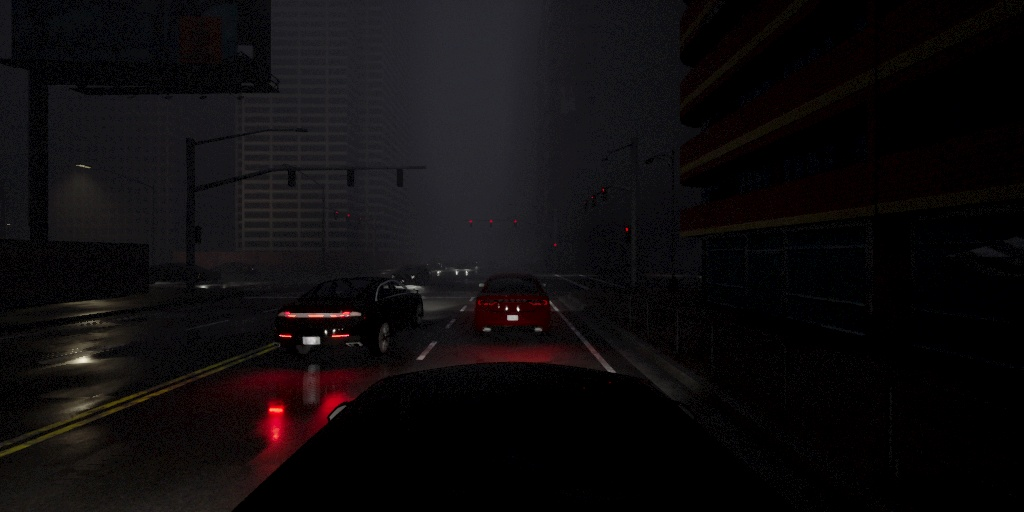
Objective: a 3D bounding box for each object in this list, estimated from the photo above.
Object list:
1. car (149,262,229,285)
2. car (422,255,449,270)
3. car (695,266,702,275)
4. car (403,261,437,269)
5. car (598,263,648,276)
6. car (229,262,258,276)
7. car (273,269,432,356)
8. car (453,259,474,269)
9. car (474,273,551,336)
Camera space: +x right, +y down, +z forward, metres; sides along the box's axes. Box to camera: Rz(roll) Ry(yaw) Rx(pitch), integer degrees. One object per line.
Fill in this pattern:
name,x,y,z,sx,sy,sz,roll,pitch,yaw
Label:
car,-23.942,1.228,25.988,5.008,1.535,1.882,0,0,0
car,-10.968,1.102,51.744,2.097,1.767,4.553,0,0,0
car,21.448,1.228,36.741,5.008,1.535,1.882,0,0,0
car,-7.283,1.298,26.393,2.033,1.411,5.357,0,0,0
car,11.322,1.351,36.790,4.718,1.301,1.895,0,0,2
car,-28.527,1.314,36.675,4.181,1.385,1.994,0,0,0
car,-3.477,1.242,8.592,2.128,1.511,4.902,0,0,-1
car,-7.495,1.255,55.654,1.837,1.490,4.892,0,0,0
car,0.011,1.228,10.481,1.882,1.535,5.008,0,0,0
